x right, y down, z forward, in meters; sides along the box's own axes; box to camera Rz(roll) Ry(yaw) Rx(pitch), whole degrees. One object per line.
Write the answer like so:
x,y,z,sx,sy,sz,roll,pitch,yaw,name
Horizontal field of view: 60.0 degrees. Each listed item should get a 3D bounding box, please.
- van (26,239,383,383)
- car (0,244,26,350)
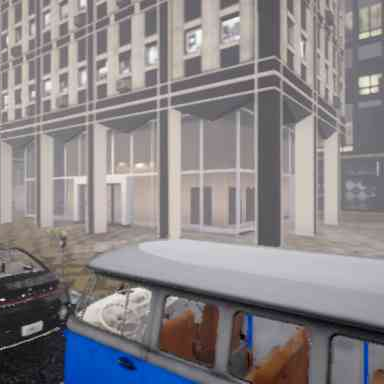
0.733,1.342,2.351,3.998,1.788,1.690,0,0,35,van
-3.866,1.557,5.630,4.403,1.369,2.008,0,0,35,car
